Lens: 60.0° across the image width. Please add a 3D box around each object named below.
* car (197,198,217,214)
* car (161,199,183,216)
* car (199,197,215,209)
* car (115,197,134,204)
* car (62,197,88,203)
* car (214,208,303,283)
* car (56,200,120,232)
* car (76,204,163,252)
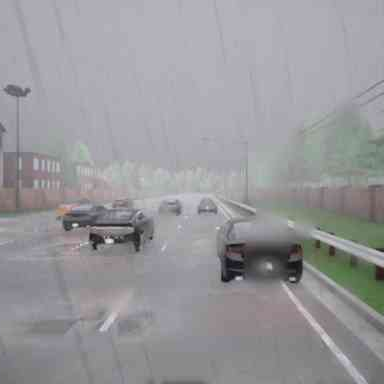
[{"bbox_3d":[1.569,1.491,33.840,1.994,1.385,4.181,0,0,3],"label":"car"},{"bbox_3d":[-1.967,1.421,31.861,2.128,1.511,4.902,0,0,2],"label":"car"},{"bbox_3d":[1.960,1.453,43.902,2.033,1.411,5.357,0,0,3],"label":"car"},{"bbox_3d":[-8.559,1.411,41.572,1.837,1.490,4.892,0,0,2],"label":"car"},{"bbox_3d":[-9.179,1.290,27.112,2.097,1.767,4.553,0,0,2],"label":"car"},{"bbox_3d":[1.718,1.457,9.647,1.882,1.535,5.008,0,0,2],"label":"car"},{"bbox_3d":[-5.985,1.460,19.734,1.837,1.490,4.892,0,0,2],"label":"car"},{"bbox_3d":[-2.732,1.460,13.854,2.128,1.511,4.902,0,0,2],"label":"car"}]
